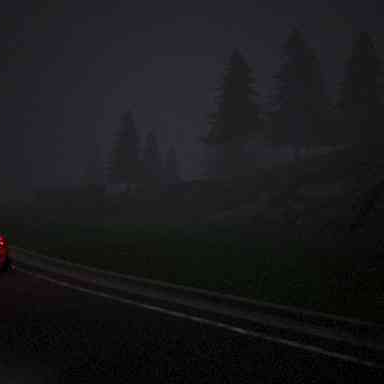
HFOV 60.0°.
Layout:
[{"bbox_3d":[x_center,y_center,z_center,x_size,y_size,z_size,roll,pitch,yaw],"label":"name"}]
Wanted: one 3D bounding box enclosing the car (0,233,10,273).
[{"bbox_3d":[-7.310,1.460,10.061,4.553,1.767,2.097,-1,0,43],"label":"car"}]
